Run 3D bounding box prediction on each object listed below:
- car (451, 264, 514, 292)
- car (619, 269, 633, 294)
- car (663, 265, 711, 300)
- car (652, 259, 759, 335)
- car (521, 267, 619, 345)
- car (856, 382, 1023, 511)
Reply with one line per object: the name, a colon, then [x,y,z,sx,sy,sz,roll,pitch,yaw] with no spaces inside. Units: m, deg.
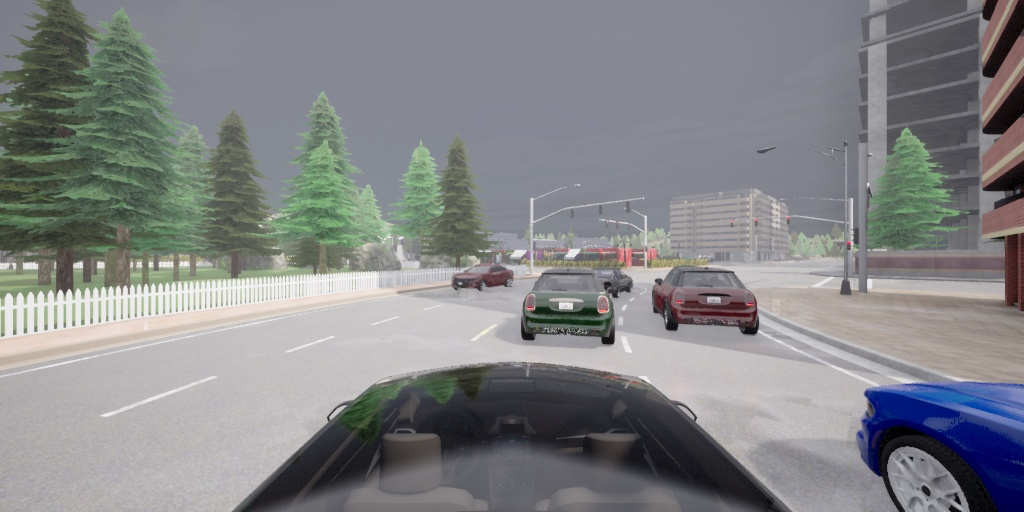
car: [-1.656,1.229,21.617,1.882,1.535,5.008,0,0,28]
car: [4.906,1.299,18.586,2.033,1.411,5.357,0,0,29]
car: [9.336,1.256,18.883,1.837,1.490,4.892,0,0,31]
car: [5.547,1.103,10.875,2.097,1.767,4.553,0,0,16]
car: [1.634,1.102,9.842,2.097,1.767,4.553,0,0,13]
car: [3.810,1.228,0.891,1.882,1.535,5.008,0,0,0]
